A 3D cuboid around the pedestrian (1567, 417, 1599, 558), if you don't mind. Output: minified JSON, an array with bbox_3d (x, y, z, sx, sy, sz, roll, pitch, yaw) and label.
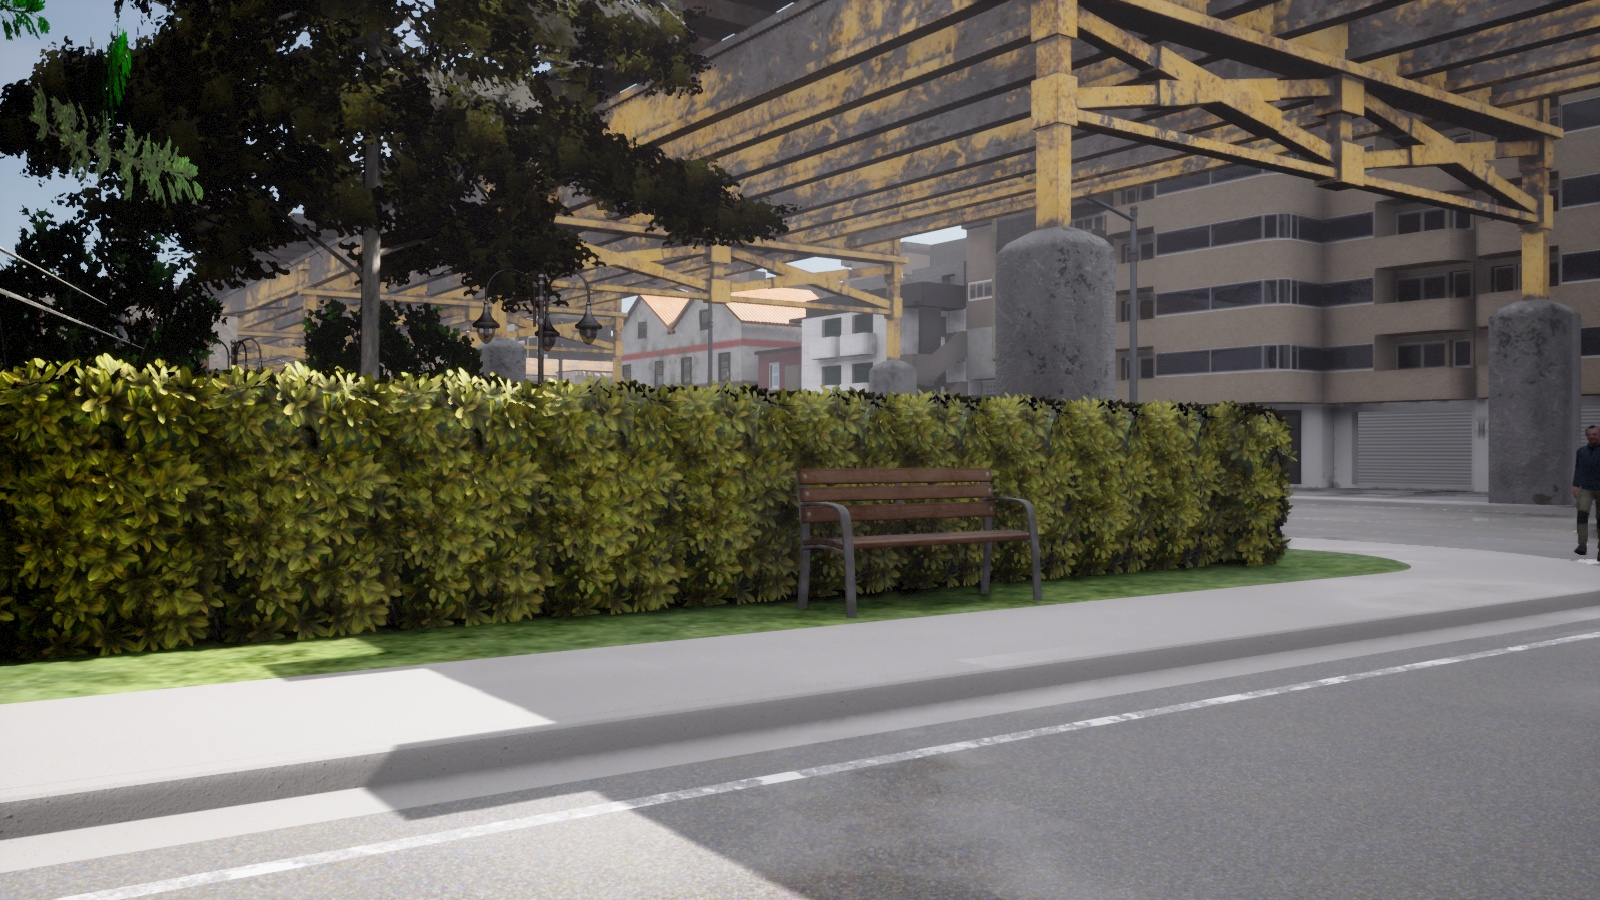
[{"bbox_3d":[10.597,0.496,16.793,0.726,1.842,0.402,0,0,-43],"label":"pedestrian"}]
